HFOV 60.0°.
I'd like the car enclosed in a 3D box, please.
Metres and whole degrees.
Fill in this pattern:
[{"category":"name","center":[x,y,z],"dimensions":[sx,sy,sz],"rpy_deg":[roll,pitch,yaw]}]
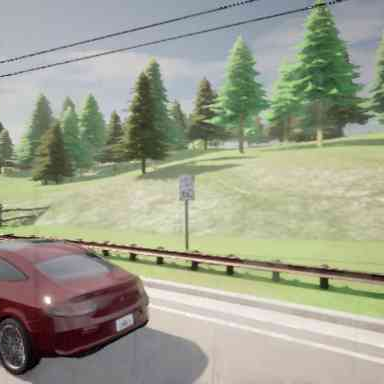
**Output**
[{"category":"car","center":[-2.821,1.523,5.509],"dimensions":[4.674,1.442,1.812],"rpy_deg":[0,0,32]}]
